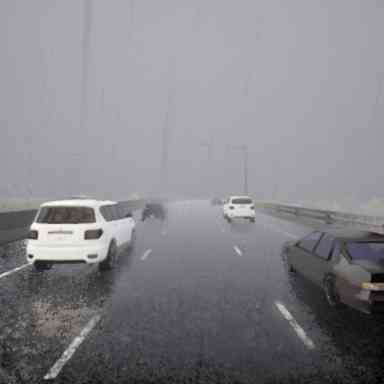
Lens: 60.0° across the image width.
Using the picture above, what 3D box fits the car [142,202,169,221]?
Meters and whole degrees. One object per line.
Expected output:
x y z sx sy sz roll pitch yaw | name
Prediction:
-3.125 1.675 28.699 1.837 1.490 4.892 0 0 1 | car

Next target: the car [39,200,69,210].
-20.322 1.859 49.106 2.033 1.411 5.357 0 0 2 | car

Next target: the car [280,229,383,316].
3.625 1.591 7.869 2.033 1.411 5.357 0 0 0 | car

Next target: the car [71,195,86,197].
-16.830 1.531 48.891 2.150 2.045 5.566 0 0 2 | car

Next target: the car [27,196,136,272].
-3.347 1.283 11.177 2.150 2.045 5.566 0 0 0 | car

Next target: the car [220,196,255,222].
3.860 1.388 27.884 2.150 2.045 5.566 0 0 1 | car

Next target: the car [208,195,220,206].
4.772 1.791 64.437 2.097 1.767 4.553 0 0 2 | car

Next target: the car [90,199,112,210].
-13.331 1.836 48.855 1.812 1.442 4.674 0 0 2 | car

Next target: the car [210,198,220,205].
5.229 2.041 75.409 2.163 1.488 4.792 0 -1 3 | car
